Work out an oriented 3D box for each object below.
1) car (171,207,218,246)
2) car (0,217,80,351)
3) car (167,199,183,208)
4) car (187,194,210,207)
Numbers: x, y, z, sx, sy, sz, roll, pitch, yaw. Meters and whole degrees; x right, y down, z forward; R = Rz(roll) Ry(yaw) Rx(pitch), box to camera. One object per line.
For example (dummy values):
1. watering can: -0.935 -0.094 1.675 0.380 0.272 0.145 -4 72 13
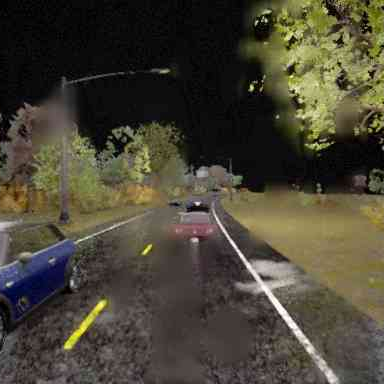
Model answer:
1. car: 0.141 1.599 15.338 1.895 1.301 4.718 0 0 1
2. car: -3.639 1.360 5.771 2.097 1.767 4.553 0 0 0
3. car: -2.395 1.603 47.359 1.895 1.301 4.718 0 0 3
4. car: 0.630 1.217 33.297 2.150 2.045 5.566 0 0 2
